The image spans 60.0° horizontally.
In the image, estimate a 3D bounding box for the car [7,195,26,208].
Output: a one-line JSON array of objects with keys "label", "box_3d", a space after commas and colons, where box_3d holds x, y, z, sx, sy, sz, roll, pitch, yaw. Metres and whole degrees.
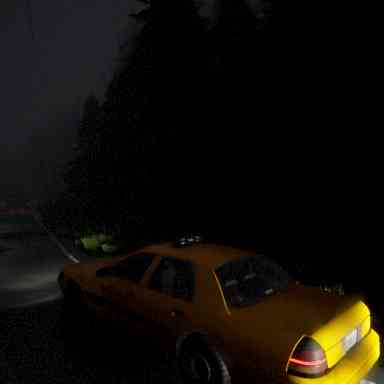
[{"label": "car", "box_3d": [-21.093, 1.059, 40.094, 2.128, 1.511, 4.902, -2, 2, -26]}]

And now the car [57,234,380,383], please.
[{"label": "car", "box_3d": [-0.253, 1.417, 5.093, 5.366, 1.575, 1.801, 1, 1, 44]}]
